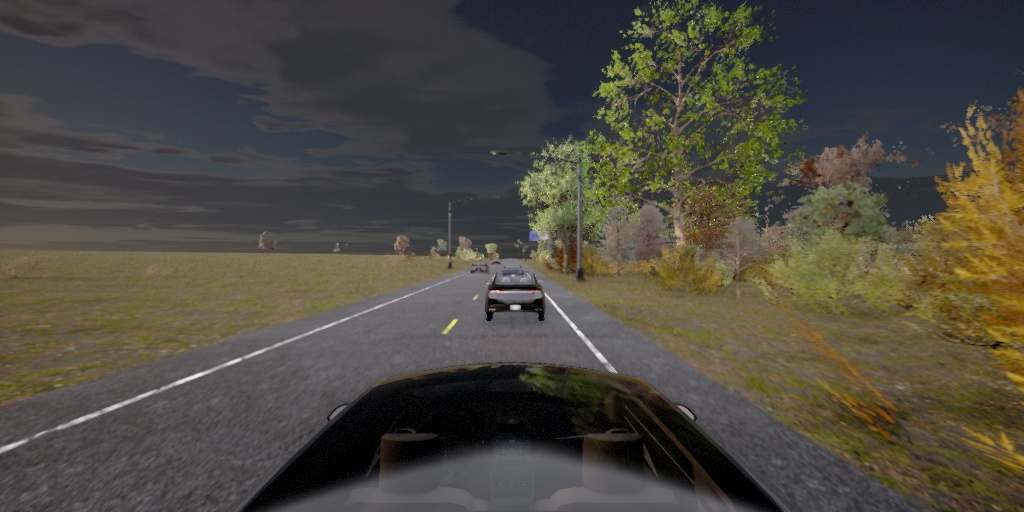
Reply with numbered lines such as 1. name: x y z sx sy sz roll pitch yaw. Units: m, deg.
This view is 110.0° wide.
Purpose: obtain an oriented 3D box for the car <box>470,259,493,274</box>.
1. car: -3.591 1.327 40.640 1.994 1.385 4.181 0 0 0

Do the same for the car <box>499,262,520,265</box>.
1. car: 0.099 1.360 32.530 1.895 1.301 4.718 0 0 0

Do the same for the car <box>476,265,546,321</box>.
1. car: 0.100 1.244 12.574 2.128 1.511 4.902 0 0 0
